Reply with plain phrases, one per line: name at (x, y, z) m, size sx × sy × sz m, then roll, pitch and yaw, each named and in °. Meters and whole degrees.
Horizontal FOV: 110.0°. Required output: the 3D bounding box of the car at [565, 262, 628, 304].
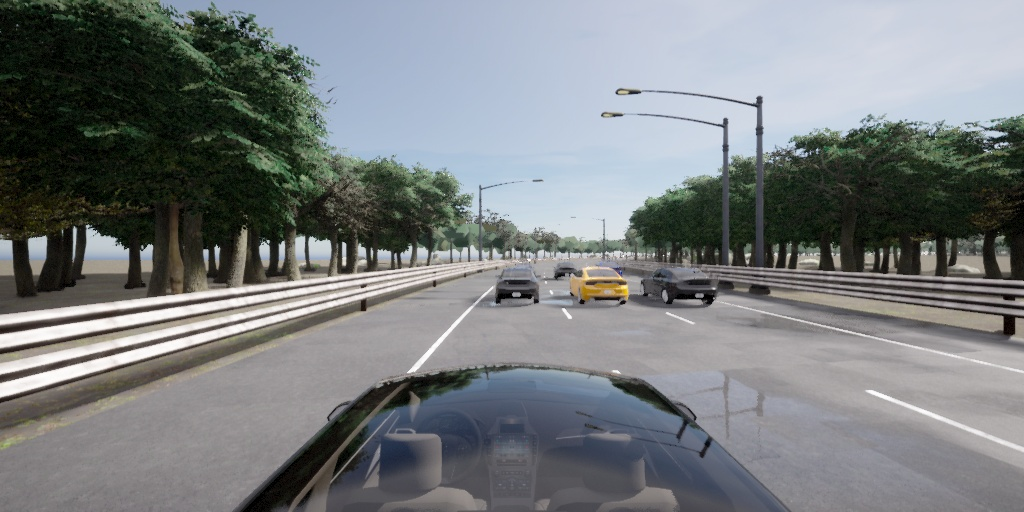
car at (3.769, 1.232, 16.253) m, size 1.882 × 1.535 × 5.008 m, roll 0°, pitch 0°, yaw 2°

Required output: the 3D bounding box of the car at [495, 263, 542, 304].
car at (0.271, 1.264, 16.381) m, size 1.837 × 1.490 × 4.892 m, roll 0°, pitch 0°, yaw 2°

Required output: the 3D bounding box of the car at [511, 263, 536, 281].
car at (1.087, 1.317, 31.294) m, size 1.994 × 1.385 × 4.181 m, roll 0°, pitch 0°, yaw 4°

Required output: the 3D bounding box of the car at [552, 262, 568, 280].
car at (4.578, 1.261, 31.038) m, size 1.837 × 1.490 × 4.892 m, roll 0°, pitch 0°, yaw 4°

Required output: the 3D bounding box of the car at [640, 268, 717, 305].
car at (7.266, 1.264, 16.126) m, size 1.837 × 1.490 × 4.892 m, roll 0°, pitch 0°, yaw 2°
